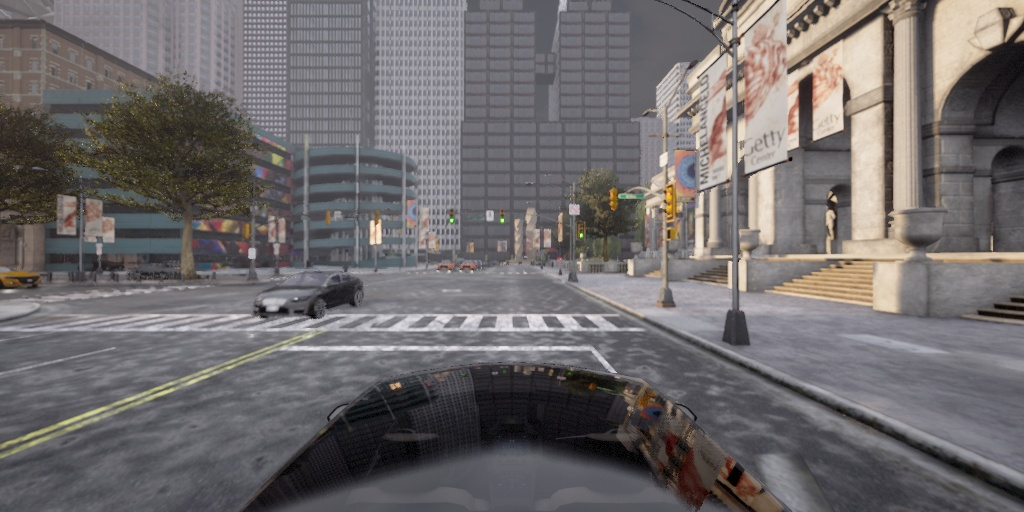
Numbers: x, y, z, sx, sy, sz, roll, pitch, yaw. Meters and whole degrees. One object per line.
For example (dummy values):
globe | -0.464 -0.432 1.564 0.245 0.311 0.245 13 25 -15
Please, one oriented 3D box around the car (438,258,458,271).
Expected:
car | -10.540 1.410 57.610 2.097 1.767 4.553 0 0 0

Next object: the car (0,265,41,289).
car | -34.065 1.325 23.417 5.008 1.535 1.882 0 0 -1

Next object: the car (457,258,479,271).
car | -7.041 1.412 57.582 2.097 1.767 4.553 0 0 0

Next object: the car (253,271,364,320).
car | -7.088 1.301 13.079 2.128 1.511 4.902 0 0 0

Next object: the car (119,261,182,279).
car | -34.637 1.405 35.113 4.902 1.511 2.128 0 0 0
